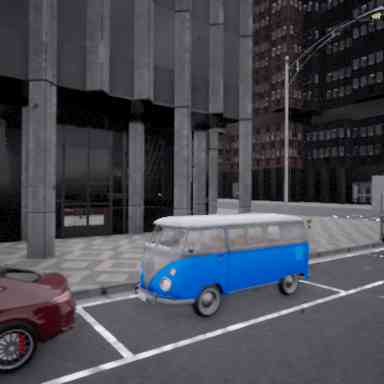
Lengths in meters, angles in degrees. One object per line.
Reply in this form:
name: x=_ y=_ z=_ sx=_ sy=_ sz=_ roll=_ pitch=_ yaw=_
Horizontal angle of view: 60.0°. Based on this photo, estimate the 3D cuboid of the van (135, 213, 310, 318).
van: x=0.816 y=1.385 z=7.230 sx=3.998 sy=1.788 sz=1.690 roll=1 pitch=0 yaw=-35

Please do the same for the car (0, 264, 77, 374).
car: x=-3.617 y=1.575 z=4.071 sx=4.206 sy=1.307 sz=1.802 roll=1 pitch=0 yaw=-35
